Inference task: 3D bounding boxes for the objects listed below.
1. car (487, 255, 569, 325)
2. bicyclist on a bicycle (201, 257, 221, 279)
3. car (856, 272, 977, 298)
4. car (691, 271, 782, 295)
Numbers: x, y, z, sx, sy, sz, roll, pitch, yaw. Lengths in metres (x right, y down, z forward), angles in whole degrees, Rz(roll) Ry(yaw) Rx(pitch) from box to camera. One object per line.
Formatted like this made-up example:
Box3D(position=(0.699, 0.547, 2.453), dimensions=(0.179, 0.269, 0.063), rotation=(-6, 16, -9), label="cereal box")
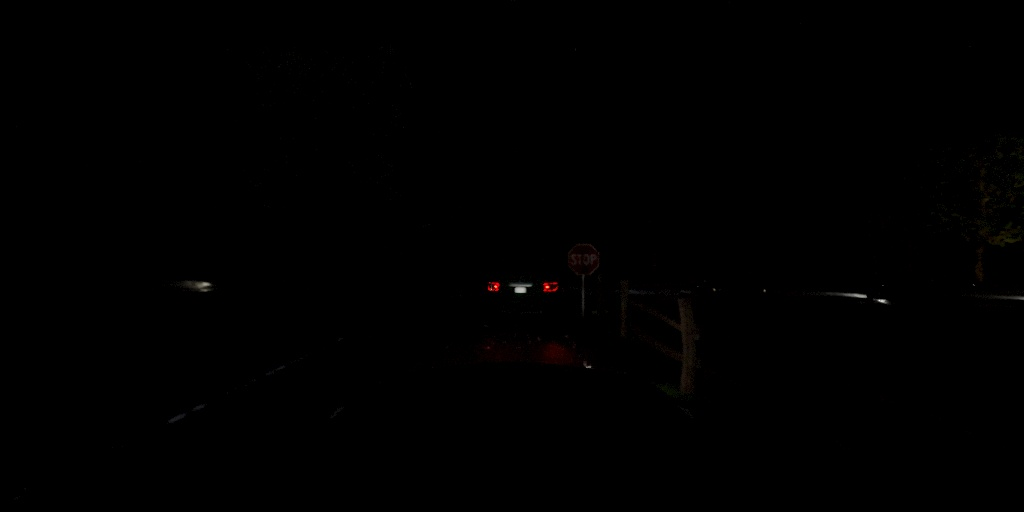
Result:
Box3D(position=(0.694, 0.980, 12.174), dimensions=(2.150, 2.045, 5.566), rotation=(0, 0, 10), label="car")
Box3D(position=(-21.992, 0.888, 26.221), dimensions=(0.582, 1.620, 1.656), rotation=(1, 0, 2), label="bicyclist on a bicycle")
Box3D(position=(23.921, 1.678, 21.282), dimensions=(5.357, 1.411, 2.033), rotation=(1, 0, 2), label="car")
Box3D(position=(13.466, 1.576, 21.685), dimensions=(4.718, 1.301, 1.895), rotation=(1, 0, 1), label="car")
